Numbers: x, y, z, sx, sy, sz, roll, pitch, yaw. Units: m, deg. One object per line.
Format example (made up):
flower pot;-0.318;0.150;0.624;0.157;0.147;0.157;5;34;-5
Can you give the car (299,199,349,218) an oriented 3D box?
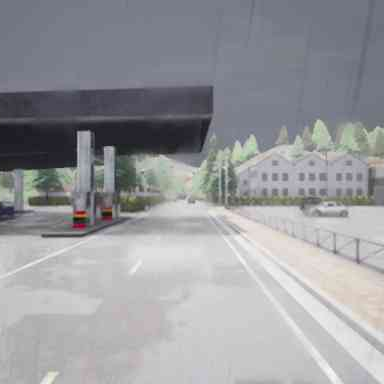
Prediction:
car;12.653;1.686;31.580;3.806;1.475;1.970;0;-1;-1

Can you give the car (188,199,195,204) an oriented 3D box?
car;-0.089;2.475;88.431;1.994;1.385;4.181;0;-1;0

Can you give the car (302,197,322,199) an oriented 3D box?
car;13.241;1.437;34.911;3.866;1.878;1.905;0;-1;-1

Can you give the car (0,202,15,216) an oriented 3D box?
car;-20.762;1.856;35.217;2.242;1.667;4.611;0;-1;-1
